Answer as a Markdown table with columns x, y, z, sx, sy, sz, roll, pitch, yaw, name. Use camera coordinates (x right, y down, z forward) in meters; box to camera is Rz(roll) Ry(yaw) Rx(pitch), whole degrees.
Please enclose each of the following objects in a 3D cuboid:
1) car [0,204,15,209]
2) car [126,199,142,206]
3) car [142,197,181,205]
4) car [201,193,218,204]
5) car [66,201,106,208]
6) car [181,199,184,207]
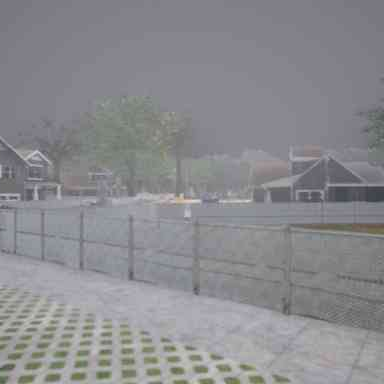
| x | y | z | sx | sy | sz | roll | pitch | yaw | name |
| --- | --- | --- | --- | --- | --- | --- | --- | --- | --- |
| -13.114 | 1.526 | 21.039 | 1.837 | 1.490 | 4.892 | 0 | 0 | 23 | car |
| -6.032 | 1.593 | 38.961 | 1.837 | 1.490 | 4.892 | 0 | 0 | 19 | car |
| -3.320 | 1.572 | 37.802 | 1.882 | 1.535 | 5.008 | 0 | 0 | 20 | car |
| 3.115 | 1.205 | 58.370 | 2.150 | 2.045 | 5.566 | 0 | 0 | 15 | car |
| -9.522 | 1.560 | 29.688 | 2.128 | 1.511 | 4.902 | 0 | 0 | 22 | car |
| -2.639 | 1.529 | 48.913 | 1.882 | 1.535 | 5.008 | 0 | 0 | 18 | car |
